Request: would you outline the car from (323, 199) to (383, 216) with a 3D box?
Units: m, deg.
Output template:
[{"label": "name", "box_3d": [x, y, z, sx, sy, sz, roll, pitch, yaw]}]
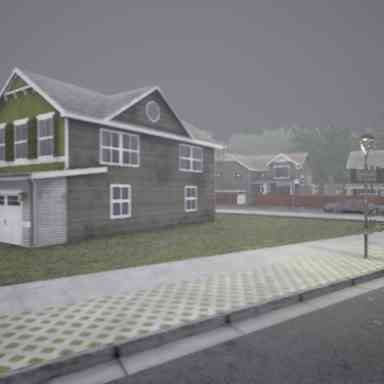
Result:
[{"label": "car", "box_3d": [14.182, 1.334, 28.651, 5.357, 1.411, 2.033, 1, 1, 34]}]
